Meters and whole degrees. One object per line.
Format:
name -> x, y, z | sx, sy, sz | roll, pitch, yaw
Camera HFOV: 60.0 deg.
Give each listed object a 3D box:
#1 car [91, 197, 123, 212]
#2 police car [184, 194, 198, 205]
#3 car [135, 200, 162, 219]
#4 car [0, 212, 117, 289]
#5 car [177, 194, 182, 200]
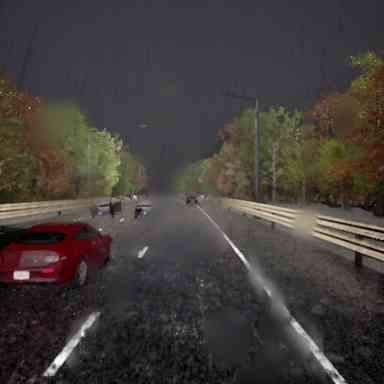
car -> -7.188, 1.198, 28.268 | 2.128, 1.511, 4.902 | -5, 6, -1
police car -> -0.005, 1.381, 56.633 | 1.930, 1.638, 5.238 | 0, 0, -2
car -> -3.676, 1.444, 28.263 | 2.128, 1.511, 4.902 | 0, 0, -1
car -> -3.437, 1.504, 8.979 | 1.812, 1.442, 4.674 | 0, 0, 0
car -> -2.709, 1.239, 91.267 | 2.097, 1.767, 4.553 | 0, 0, -4
